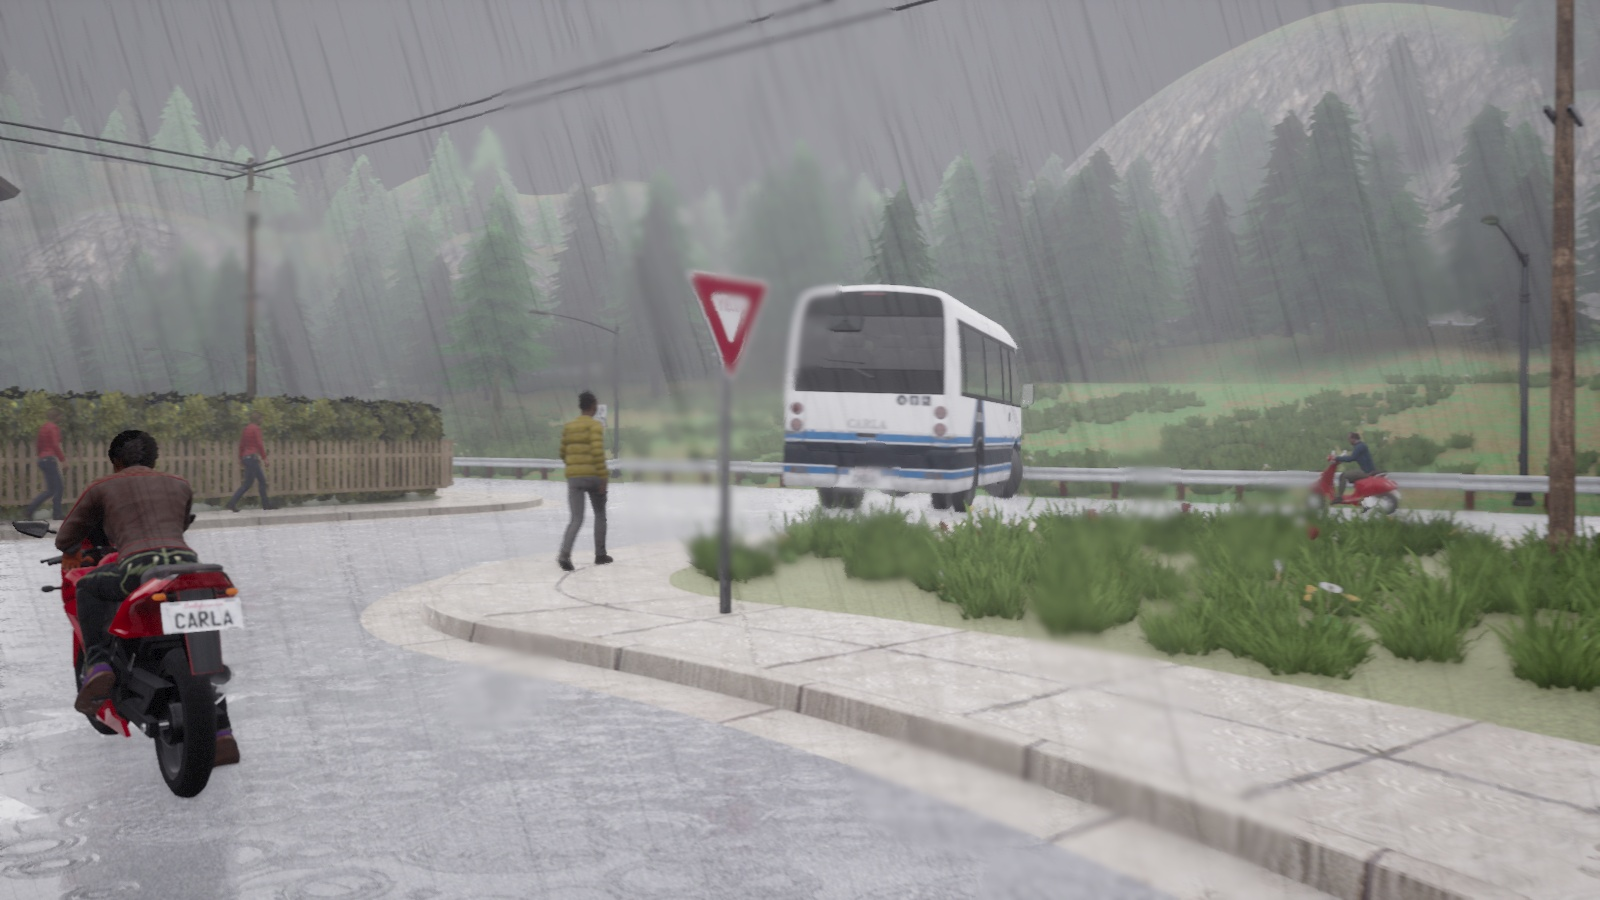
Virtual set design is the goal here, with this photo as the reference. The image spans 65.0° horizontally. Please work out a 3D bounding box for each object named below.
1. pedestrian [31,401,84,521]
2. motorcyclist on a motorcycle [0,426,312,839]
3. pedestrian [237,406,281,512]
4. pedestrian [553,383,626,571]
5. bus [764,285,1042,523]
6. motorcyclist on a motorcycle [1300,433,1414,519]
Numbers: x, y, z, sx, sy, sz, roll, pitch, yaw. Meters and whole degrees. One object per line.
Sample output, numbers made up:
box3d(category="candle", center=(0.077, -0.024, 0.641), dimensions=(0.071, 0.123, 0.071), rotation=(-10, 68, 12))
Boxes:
box3d(category="pedestrian", center=(-11.652, 0.172, 19.705), dimensions=(0.331, 1.846, 0.636), rotation=(1, 1, 41))
box3d(category="motorcyclist on a motorcycle", center=(-2.970, 0.663, 5.663), dimensions=(0.797, 1.523, 2.044), rotation=(0, 1, -41))
box3d(category="pedestrian", center=(-9.556, 0.150, 22.189), dimensions=(0.331, 1.846, 0.636), rotation=(1, 1, 45))
box3d(category="pedestrian", center=(-2.122, 0.263, 12.694), dimensions=(0.431, 1.840, 0.709), rotation=(0, 1, 21))
box3d(category="bus", center=(2.763, -0.921, 27.844), dimensions=(3.944, 4.253, 10.273), rotation=(2, 1, 17))
box3d(category="motorcyclist on a motorcycle", center=(10.633, 0.466, 23.992), dimensions=(1.817, 1.590, 0.866), rotation=(1, 1, 39))
